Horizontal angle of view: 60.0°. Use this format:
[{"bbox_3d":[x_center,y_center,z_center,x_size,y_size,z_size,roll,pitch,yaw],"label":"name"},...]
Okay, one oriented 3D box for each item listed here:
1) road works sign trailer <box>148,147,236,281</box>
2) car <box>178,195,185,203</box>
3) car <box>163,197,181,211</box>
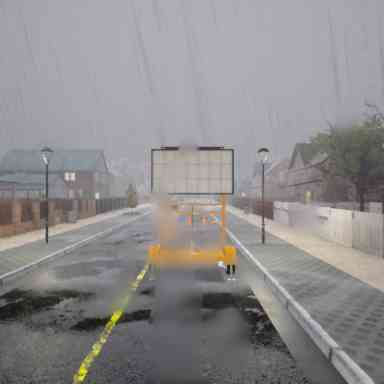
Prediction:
[{"bbox_3d":[0.016,0.471,9.851,2.380,3.560,2.880,0,0,0],"label":"road works sign trailer"},{"bbox_3d":[-2.727,1.607,78.598,2.097,1.767,4.553,0,0,0],"label":"car"},{"bbox_3d":[-2.835,1.645,42.493,1.994,1.385,4.181,0,0,0],"label":"car"}]
